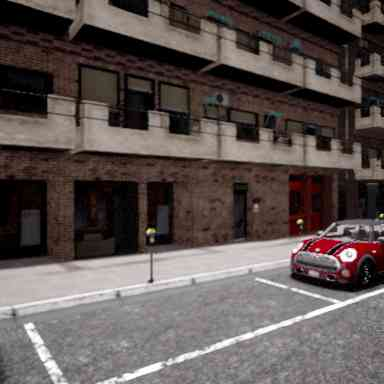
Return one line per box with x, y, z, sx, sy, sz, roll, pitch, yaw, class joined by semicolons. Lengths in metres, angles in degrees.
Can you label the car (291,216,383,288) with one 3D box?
4.653;1.526;9.432;4.097;1.590;1.967;1;-1;-36;car
